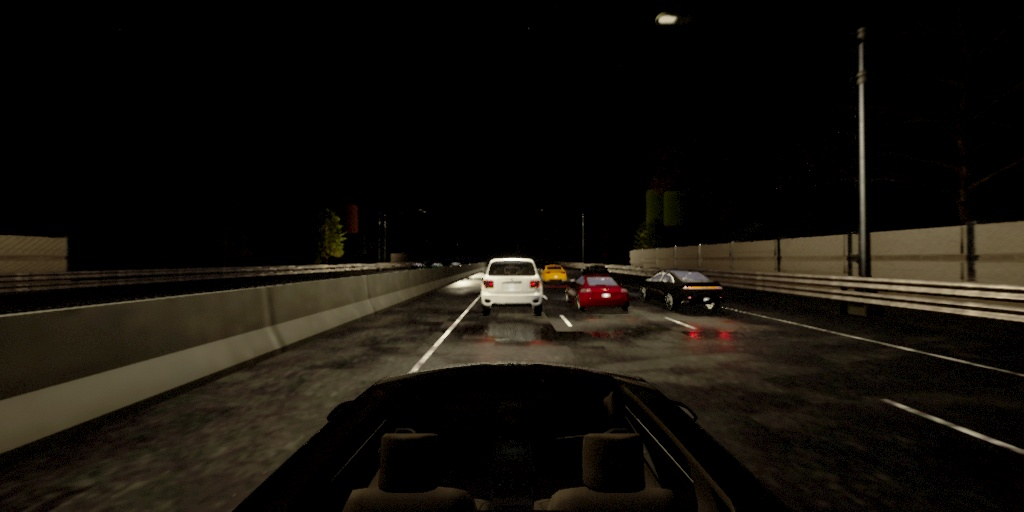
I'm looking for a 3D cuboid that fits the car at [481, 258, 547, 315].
[{"bbox_3d":[0.011,1.106,14.428,2.150,2.045,5.566,0,0,0],"label":"car"}]

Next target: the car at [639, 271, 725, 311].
[{"bbox_3d":[7.020,1.384,15.349,2.128,1.511,4.902,0,0,0],"label":"car"}]

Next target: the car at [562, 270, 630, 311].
[{"bbox_3d":[3.524,1.456,15.371,1.994,1.385,4.181,0,-1,0],"label":"car"}]

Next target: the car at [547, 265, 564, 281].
[{"bbox_3d":[3.525,1.530,31.093,1.882,1.535,5.008,0,0,0],"label":"car"}]

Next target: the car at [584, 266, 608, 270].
[{"bbox_3d":[7.019,1.552,30.342,1.837,1.490,4.892,0,0,0],"label":"car"}]
